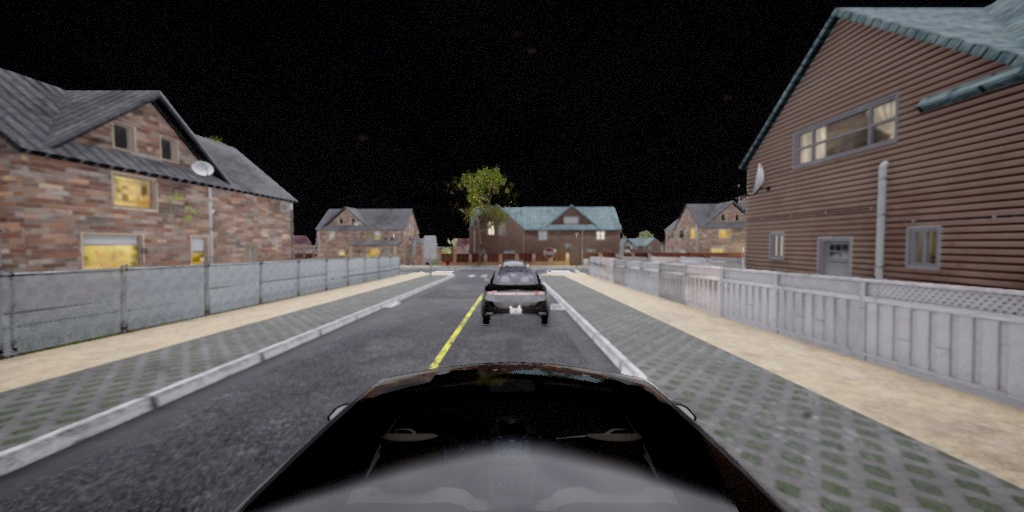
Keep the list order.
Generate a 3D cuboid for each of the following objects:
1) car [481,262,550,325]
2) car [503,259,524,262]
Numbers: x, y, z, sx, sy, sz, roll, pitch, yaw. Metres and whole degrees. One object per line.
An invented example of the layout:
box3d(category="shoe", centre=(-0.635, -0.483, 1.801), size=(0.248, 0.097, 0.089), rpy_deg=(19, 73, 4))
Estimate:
box3d(category="car", centre=(0.097, 1.117, 11.269), size=(2.128, 1.511, 4.902), rpy_deg=(0, 1, 0))
box3d(category="car", centre=(0.134, 0.949, 23.908), size=(1.882, 1.535, 5.008), rpy_deg=(0, 0, 2))
